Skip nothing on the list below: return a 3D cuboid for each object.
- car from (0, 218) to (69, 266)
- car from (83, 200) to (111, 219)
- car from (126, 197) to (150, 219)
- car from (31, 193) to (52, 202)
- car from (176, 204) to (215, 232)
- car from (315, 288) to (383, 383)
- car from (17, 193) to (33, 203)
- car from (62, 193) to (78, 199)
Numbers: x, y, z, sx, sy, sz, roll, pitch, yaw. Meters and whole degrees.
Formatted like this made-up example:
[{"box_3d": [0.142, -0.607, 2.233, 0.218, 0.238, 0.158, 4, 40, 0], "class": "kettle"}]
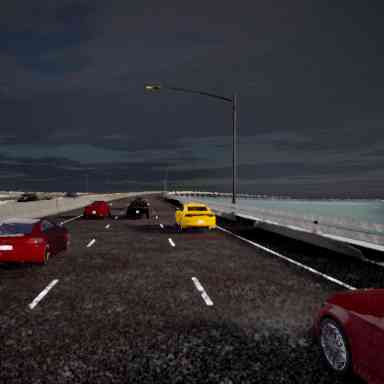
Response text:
[{"box_3d": [-5.597, 1.565, 11.473, 1.994, 1.385, 4.181, 0, 0, -9], "class": "car"}, {"box_3d": [-8.326, 1.475, 29.439, 1.882, 1.535, 5.008, 0, 0, -8], "class": "car"}, {"box_3d": [-4.816, 1.475, 29.631, 1.882, 1.535, 5.008, 0, 0, -8], "class": "car"}, {"box_3d": [-27.064, 1.481, 60.858, 2.128, 1.511, 4.902, 0, 0, -7], "class": "car"}, {"box_3d": [0.101, 1.476, 20.473, 1.882, 1.535, 5.008, 0, 0, -9], "class": "car"}, {"box_3d": [2.865, 1.525, 2.707, 1.812, 1.442, 4.674, 0, 0, -9], "class": "car"}, {"box_3d": [-30.768, 1.213, 62.273, 2.150, 2.045, 5.566, 0, 0, -8], "class": "car"}, {"box_3d": [-24.216, 1.204, 66.073, 2.150, 2.045, 5.566, 0, 0, -8], "class": "car"}]
